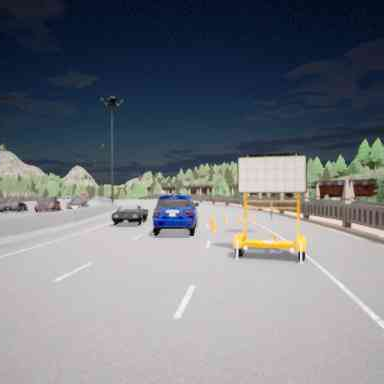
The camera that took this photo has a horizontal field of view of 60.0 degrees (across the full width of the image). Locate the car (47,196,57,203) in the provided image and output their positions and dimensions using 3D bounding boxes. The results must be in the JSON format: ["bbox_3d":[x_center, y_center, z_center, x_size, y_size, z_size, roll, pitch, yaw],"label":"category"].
[{"bbox_3d":[-31.890,1.672,75.804,1.895,1.301,4.718,0,0,-19],"label":"car"}]

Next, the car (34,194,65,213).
[{"bbox_3d":[-16.425,1.383,38.052,2.097,1.767,4.553,0,0,-11],"label":"car"}]

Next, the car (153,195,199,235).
[{"bbox_3d":[-0.842,1.201,18.747,2.150,2.045,5.566,0,0,2],"label":"car"}]

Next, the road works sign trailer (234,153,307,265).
[{"bbox_3d":[2.852,0.445,11.891,2.380,3.560,2.880,0,0,18],"label":"road works sign trailer"}]

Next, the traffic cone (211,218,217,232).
[{"bbox_3d":[1.234,1.931,18.737,0.340,0.580,0.340,0,0,3],"label":"traffic cone"}]

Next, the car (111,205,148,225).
[{"bbox_3d":[-4.280,1.587,23.622,1.895,1.301,4.718,0,0,-1],"label":"car"}]

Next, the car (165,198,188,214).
[{"bbox_3d":[-1.788,1.460,36.179,2.128,1.511,4.902,0,0,-7],"label":"car"}]

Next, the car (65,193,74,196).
[{"bbox_3d":[-28.450,1.280,76.562,2.150,2.045,5.566,0,0,-19],"label":"car"}]

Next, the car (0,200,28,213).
[{"bbox_3d":[-19.800,1.610,37.092,1.994,1.385,4.181,0,0,-10],"label":"car"}]

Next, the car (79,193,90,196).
[{"bbox_3d":[-24.323,1.272,75.352,2.150,2.045,5.566,0,0,-19],"label":"car"}]

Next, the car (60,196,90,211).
[{"bbox_3d":[-12.653,1.505,36.790,2.128,1.511,4.902,0,0,-9],"label":"car"}]
